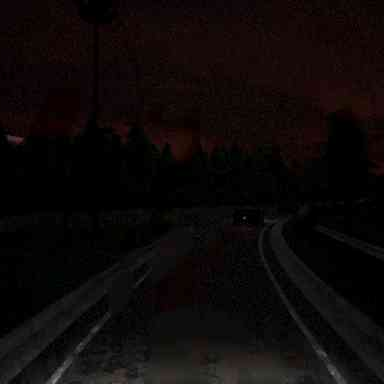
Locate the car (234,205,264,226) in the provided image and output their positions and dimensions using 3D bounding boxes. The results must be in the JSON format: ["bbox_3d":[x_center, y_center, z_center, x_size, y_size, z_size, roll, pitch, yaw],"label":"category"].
[{"bbox_3d":[4.625,1.766,26.652,1.882,1.535,5.008,0,-1,18],"label":"car"}]

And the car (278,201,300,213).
[{"bbox_3d":[12.636,1.964,43.221,2.128,1.511,4.902,0,-1,31],"label":"car"}]
